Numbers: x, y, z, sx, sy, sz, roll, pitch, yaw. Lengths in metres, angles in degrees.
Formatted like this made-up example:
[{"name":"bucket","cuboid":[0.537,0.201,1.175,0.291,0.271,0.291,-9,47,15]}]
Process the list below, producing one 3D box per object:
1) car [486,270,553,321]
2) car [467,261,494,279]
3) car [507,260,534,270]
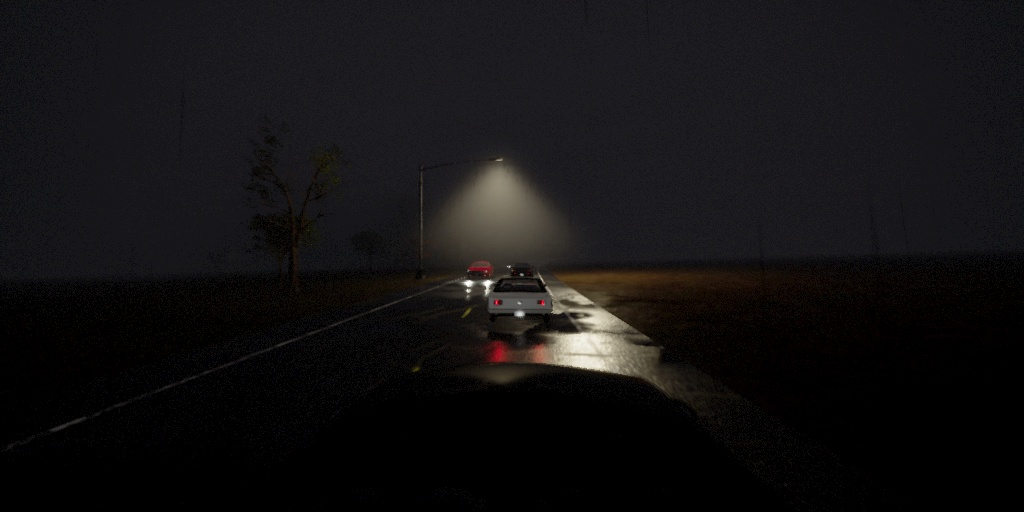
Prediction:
[{"name":"car","cuboid":[0.272,1.352,12.403,1.895,1.301,4.718,0,0,1]},{"name":"car","cuboid":[-2.758,1.222,31.947,1.882,1.535,5.008,0,0,3]},{"name":"car","cuboid":[0.851,1.273,30.090,1.812,1.442,4.674,0,0,3]}]
